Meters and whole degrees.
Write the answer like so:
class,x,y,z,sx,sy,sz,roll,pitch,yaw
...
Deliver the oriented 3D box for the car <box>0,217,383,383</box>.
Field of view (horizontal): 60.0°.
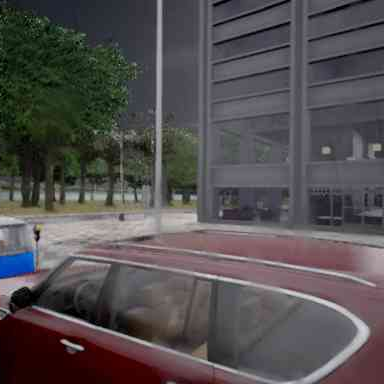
class,x,y,z,sx,sy,sz,roll,pitch,yaw
car,-0.237,1.301,3.129,5.009,1.841,2.192,1,0,35
